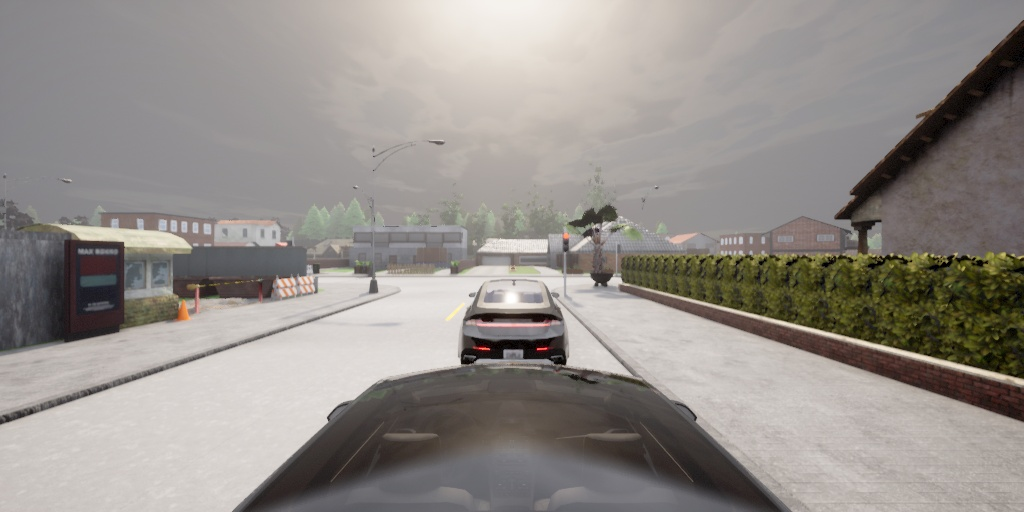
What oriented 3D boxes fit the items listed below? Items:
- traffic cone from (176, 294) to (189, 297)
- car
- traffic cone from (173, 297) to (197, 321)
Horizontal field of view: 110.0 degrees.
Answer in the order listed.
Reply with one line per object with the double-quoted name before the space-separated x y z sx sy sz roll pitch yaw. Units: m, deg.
"traffic cone" -10.392 1.563 11.070 0.344 0.586 0.344 0 0 0
"car" 0.042 1.238 7.724 2.128 1.511 4.902 0 0 1
"traffic cone" -9.672 1.592 10.550 0.344 0.586 0.344 0 0 0
